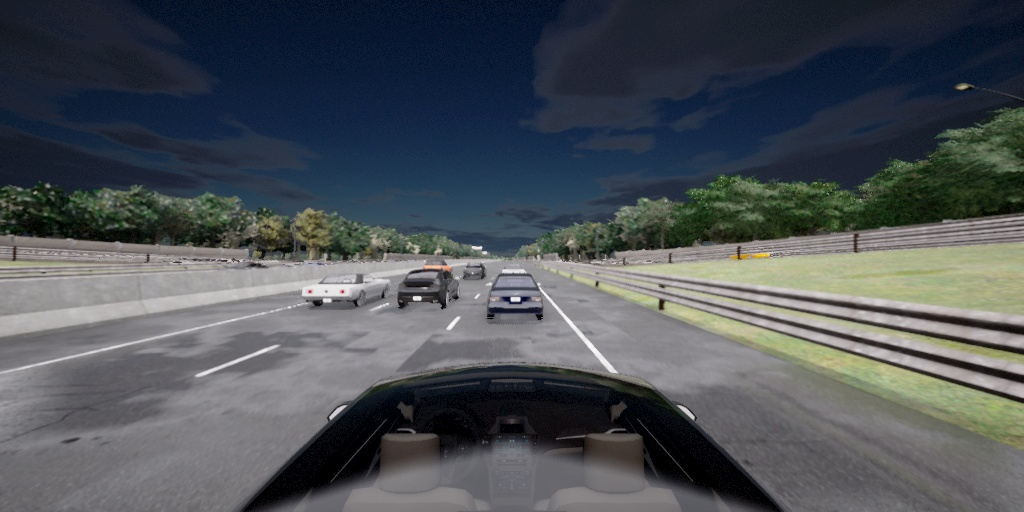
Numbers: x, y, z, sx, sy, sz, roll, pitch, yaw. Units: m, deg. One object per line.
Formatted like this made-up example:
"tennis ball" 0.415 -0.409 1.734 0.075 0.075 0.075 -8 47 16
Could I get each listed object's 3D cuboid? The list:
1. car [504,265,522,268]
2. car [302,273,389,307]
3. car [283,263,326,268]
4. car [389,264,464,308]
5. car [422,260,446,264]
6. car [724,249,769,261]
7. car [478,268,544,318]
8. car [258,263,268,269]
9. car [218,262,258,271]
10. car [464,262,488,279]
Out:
"car" 0.098 1.418 31.906 1.895 1.301 4.718 0 0 0
"car" -6.898 1.376 15.620 1.895 1.301 4.718 0 0 0
"car" -17.592 1.342 31.411 1.812 1.442 4.674 0 0 0
"car" -3.398 1.279 15.276 1.837 1.490 4.892 0 0 0
"car" -6.896 1.174 33.242 2.097 1.767 4.553 0 0 0
"car" 27.202 -0.090 41.850 1.882 1.535 5.008 0 -4 -14
"car" 0.102 1.317 12.981 2.033 1.411 5.357 0 0 0
"car" -21.090 1.425 33.758 1.895 1.301 4.718 0 0 0
"car" -24.589 1.326 32.910 1.837 1.490 4.892 0 0 0
"car" -3.395 1.314 33.483 2.128 1.511 4.902 0 0 0
